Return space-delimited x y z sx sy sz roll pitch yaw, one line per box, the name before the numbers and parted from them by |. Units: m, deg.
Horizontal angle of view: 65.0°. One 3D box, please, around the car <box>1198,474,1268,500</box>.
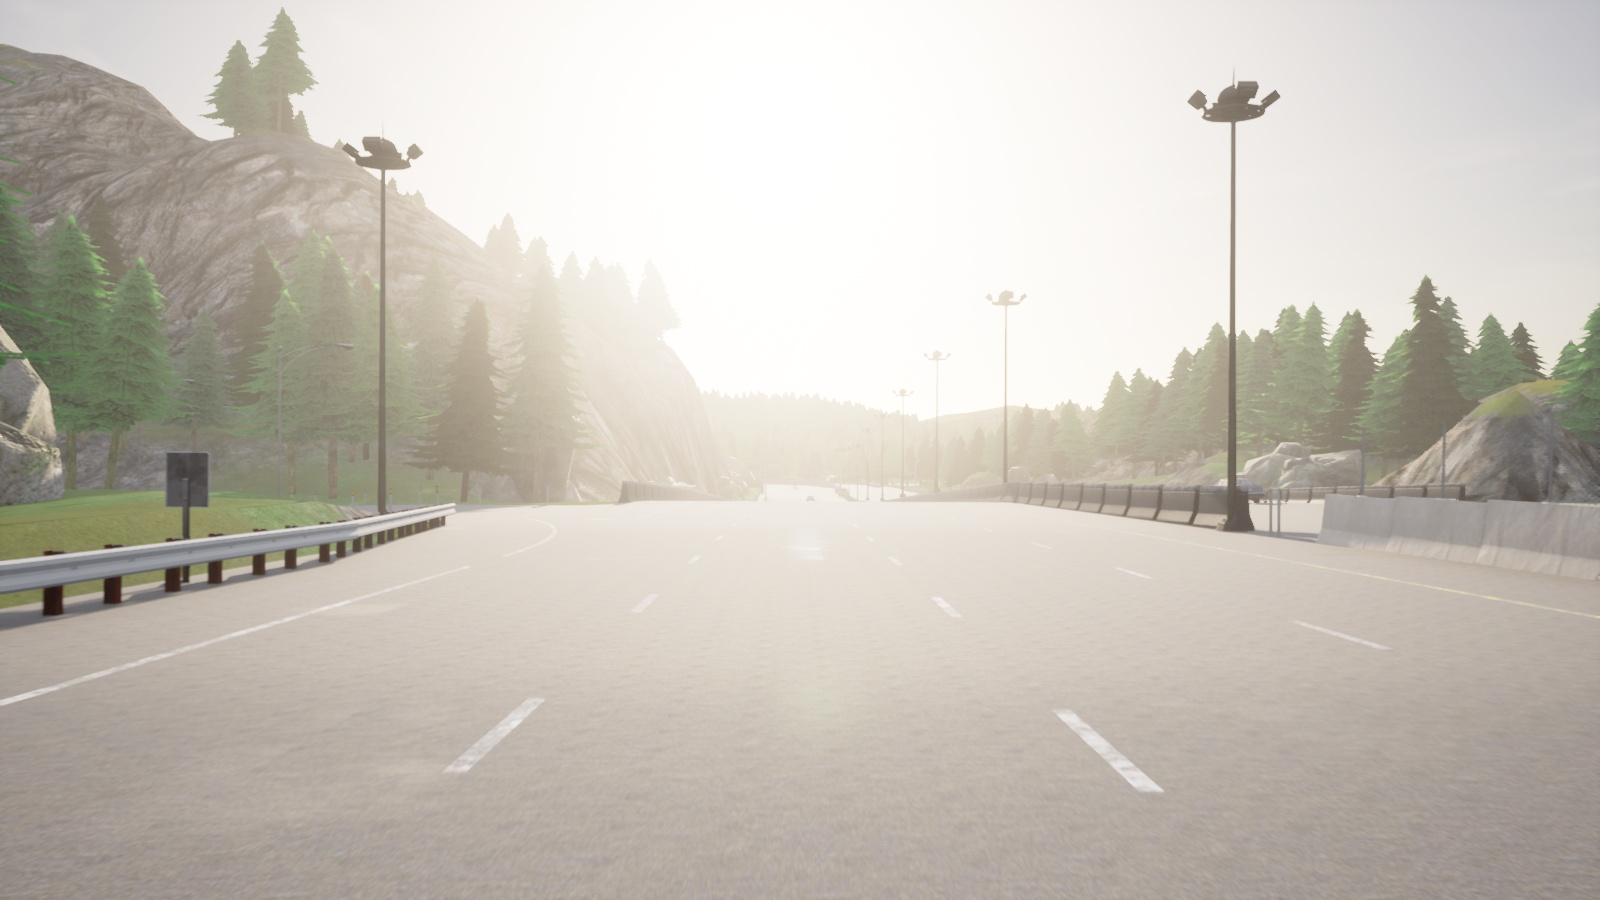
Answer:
car | 24.210 2.090 70.387 2.033 1.411 5.357 0 -2 0
